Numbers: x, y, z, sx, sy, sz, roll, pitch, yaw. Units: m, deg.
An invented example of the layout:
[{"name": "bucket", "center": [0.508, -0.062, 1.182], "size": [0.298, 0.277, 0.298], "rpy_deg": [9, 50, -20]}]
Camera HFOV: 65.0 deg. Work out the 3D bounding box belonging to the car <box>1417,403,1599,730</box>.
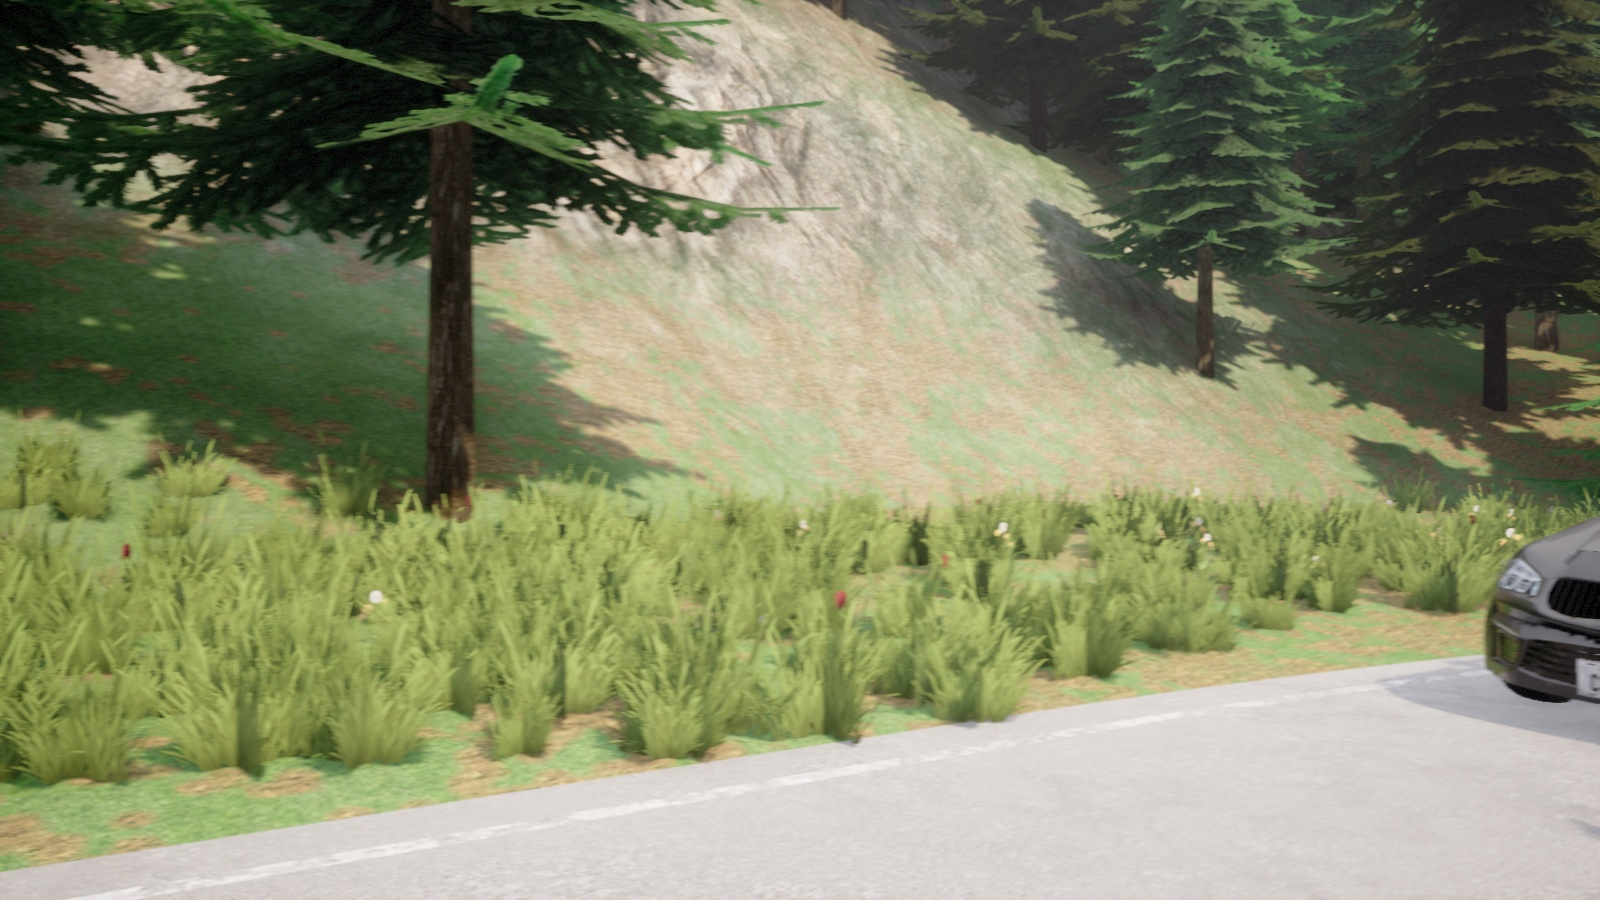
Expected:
[{"name": "car", "center": [6.207, 0.593, 7.301], "size": [4.611, 1.667, 2.242], "rpy_deg": [0, 0, -23]}]
